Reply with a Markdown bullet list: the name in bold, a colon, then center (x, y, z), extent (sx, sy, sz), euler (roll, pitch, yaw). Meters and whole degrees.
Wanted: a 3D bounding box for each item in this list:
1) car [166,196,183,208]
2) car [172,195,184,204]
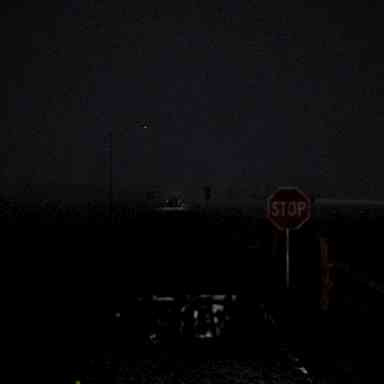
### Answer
- **car**: center (-2.769, 1.434, 50.983), extent (2.097, 1.767, 4.553), euler (0, -1, 0)
- **car**: center (-2.774, 1.509, 65.641), extent (2.097, 1.767, 4.553), euler (0, 0, 0)
